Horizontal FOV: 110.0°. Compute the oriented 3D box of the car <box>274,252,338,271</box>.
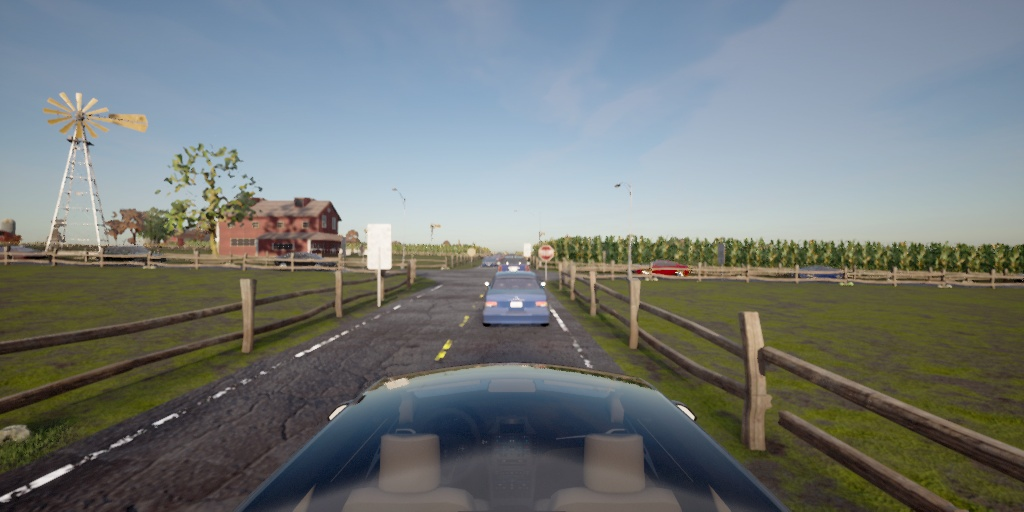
[{"bbox_3d":[-17.340,0.452,30.301,4.892,1.490,1.837,2,0,0],"label":"car"}]

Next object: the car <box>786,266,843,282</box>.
[{"bbox_3d":[27.761,1.563,32.888,4.181,1.385,1.994,1,0,0],"label":"car"}]

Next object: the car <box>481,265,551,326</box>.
[{"bbox_3d":[0.101,1.165,11.049,2.033,1.411,5.357,0,1,0],"label":"car"}]

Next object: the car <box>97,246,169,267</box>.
[{"bbox_3d":[-32.015,-0.040,30.423,4.553,1.767,2.097,1,0,0],"label":"car"}]

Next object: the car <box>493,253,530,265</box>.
[{"bbox_3d":[0.102,0.796,23.240,2.097,1.767,4.553,0,1,0],"label":"car"}]

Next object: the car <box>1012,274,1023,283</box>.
[{"bbox_3d":[48.855,2.002,32.627,4.892,1.490,1.837,2,0,1],"label":"car"}]

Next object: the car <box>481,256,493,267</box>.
[{"bbox_3d":[-2.838,0.677,46.212,2.033,1.411,5.357,0,1,0],"label":"car"}]

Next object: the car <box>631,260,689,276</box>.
[{"bbox_3d":[13.531,1.146,33.003,5.008,1.535,1.882,1,0,0],"label":"car"}]

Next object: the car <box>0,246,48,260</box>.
[{"bbox_3d":[-46.817,-0.193,33.433,5.357,1.411,2.033,1,0,1],"label":"car"}]
